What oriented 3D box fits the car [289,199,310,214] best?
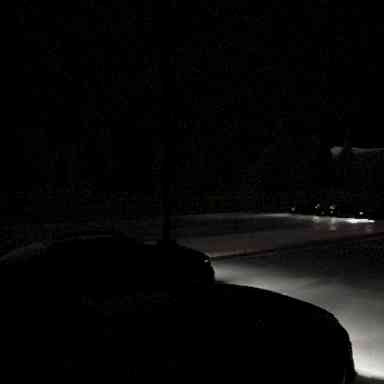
[{"bbox_3d":[11.996,1.446,34.035,4.902,1.511,2.128,0,0,-33],"label":"car"}]

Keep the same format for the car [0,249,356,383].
[{"bbox_3d":[-0.200,1.556,3.407,4.181,1.385,1.994,0,0,-35],"label":"car"}]

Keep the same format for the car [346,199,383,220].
[{"bbox_3d":[15.263,1.538,27.810,4.181,1.385,1.994,0,0,-33],"label":"car"}]

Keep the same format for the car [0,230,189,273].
[{"bbox_3d":[-1.699,1.508,6.641,4.674,1.442,1.812,0,0,-35],"label":"car"}]

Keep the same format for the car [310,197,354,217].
[{"bbox_3d":[13.501,1.315,30.837,4.553,1.767,2.097,0,0,-33],"label":"car"}]
